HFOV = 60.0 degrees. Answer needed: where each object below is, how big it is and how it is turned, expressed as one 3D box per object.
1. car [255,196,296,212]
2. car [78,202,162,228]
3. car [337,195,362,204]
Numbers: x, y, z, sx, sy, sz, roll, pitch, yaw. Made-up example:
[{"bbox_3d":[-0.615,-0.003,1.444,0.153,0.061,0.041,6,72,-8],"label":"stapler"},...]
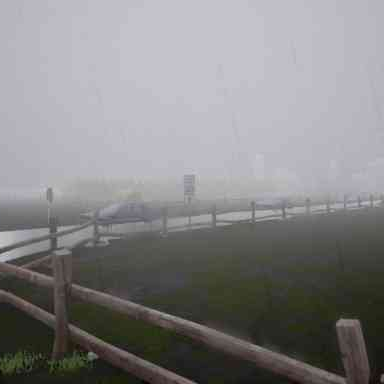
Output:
[{"bbox_3d":[8.372,1.150,33.157,5.357,1.411,2.033,-1,1,-44],"label":"car"},{"bbox_3d":[-4.287,1.355,20.865,5.357,1.411,2.033,-1,1,-44],"label":"car"},{"bbox_3d":[21.787,1.032,46.049,4.718,1.301,1.895,-1,1,-44],"label":"car"}]
